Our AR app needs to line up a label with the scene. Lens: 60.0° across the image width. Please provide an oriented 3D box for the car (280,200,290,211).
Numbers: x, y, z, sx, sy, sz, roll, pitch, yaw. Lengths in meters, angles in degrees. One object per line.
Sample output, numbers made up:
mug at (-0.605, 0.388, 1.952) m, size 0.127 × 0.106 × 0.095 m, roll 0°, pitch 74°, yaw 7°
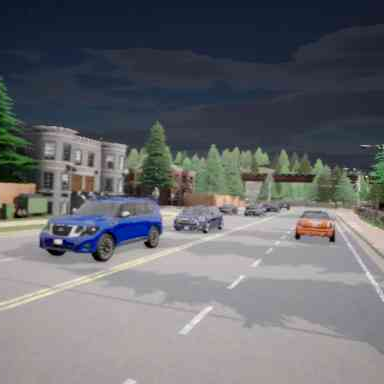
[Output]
car at (19.211, 2.766, 69.456) m, size 2.150 × 2.045 × 5.566 m, roll 2°, pitch -1°, yaw 21°

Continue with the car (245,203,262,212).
car at (10.529, 2.666, 57.006) m, size 1.895 × 1.301 × 4.718 m, roll 2°, pitch -1°, yaw 22°

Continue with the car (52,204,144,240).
car at (-4.780, 1.471, 17.796) m, size 2.128 × 1.511 × 4.902 m, roll 2°, pitch -1°, yaw 21°

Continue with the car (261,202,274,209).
car at (16.385, 2.898, 71.861) m, size 2.033 × 1.411 × 5.357 m, roll 2°, pitch -1°, yaw 21°

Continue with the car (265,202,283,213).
car at (13.248, 2.758, 54.395) m, size 1.895 × 1.301 × 4.718 m, roll 2°, pitch -1°, yaw 22°

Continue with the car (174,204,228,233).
car at (0.540, 1.606, 21.726) m, size 2.097 × 1.767 × 4.553 m, roll 2°, pitch -1°, yaw 22°

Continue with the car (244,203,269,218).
car at (7.580, 2.319, 39.922) m, size 1.994 × 1.385 × 4.181 m, roll 2°, pitch -1°, yaw 21°

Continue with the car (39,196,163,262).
car at (-3.041, 1.223, 12.641) m, size 2.150 × 2.045 × 5.566 m, roll 2°, pitch -1°, yaw 21°

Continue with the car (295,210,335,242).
car at (7.601, 1.901, 20.428) m, size 2.097 × 1.767 × 4.553 m, roll 2°, pitch -1°, yaw 21°

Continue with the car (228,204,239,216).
car at (4.431, 2.181, 41.473) m, size 2.033 × 1.411 × 5.357 m, roll 2°, pitch -1°, yaw 21°

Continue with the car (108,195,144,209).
car at (-9.283, 1.406, 47.070) m, size 4.553 × 1.767 × 2.097 m, roll 2°, pitch -1°, yaw 23°
